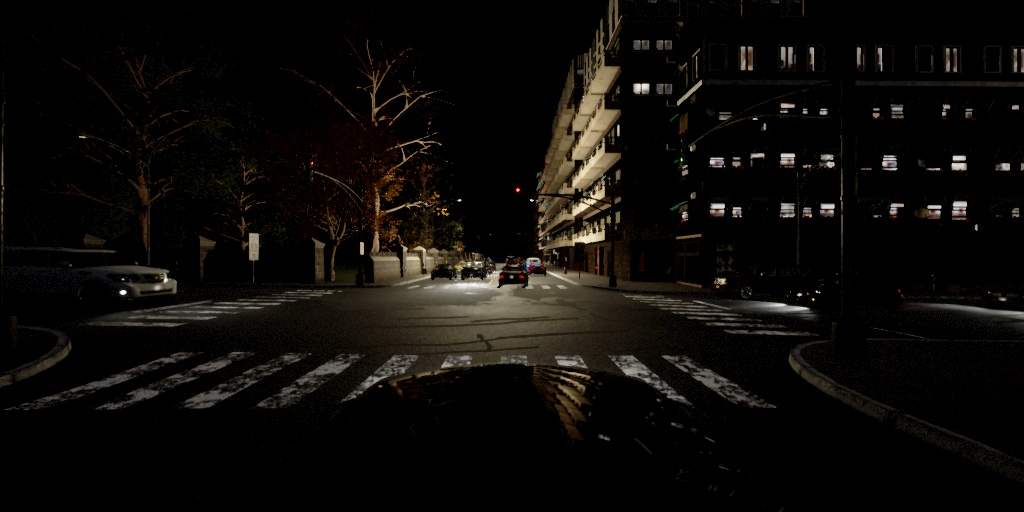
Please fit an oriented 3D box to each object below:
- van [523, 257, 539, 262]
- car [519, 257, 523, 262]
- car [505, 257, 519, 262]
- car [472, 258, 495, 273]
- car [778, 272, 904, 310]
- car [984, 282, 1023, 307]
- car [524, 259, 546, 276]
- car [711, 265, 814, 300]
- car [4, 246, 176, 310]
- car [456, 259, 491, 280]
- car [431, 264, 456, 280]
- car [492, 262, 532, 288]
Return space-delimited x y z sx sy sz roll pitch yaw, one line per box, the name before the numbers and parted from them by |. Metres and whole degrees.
van | 2.500 1.115 42.523 1.690 1.789 3.998 0 0 0
car | 2.447 1.229 53.783 1.967 1.591 4.097 0 0 0
car | -0.183 1.328 61.737 1.812 1.442 4.674 0 0 0
car | -3.280 1.278 41.351 1.837 1.490 4.892 0 0 0
car | 15.113 1.624 16.410 4.181 1.385 1.994 1 0 -1
car | 24.950 1.764 16.555 4.674 1.442 1.812 1 0 -1
car | 2.527 1.314 36.893 1.888 1.381 4.507 0 0 0
car | 13.371 1.353 18.973 5.009 1.841 2.192 0 0 -1
car | -15.422 0.718 12.774 5.566 2.045 2.150 1 0 -1
car | -3.230 1.255 31.052 2.128 1.511 4.902 0 0 0
car | -5.827 1.330 31.223 1.948 1.339 4.313 0 0 0
car | 0.107 1.306 23.930 2.033 1.411 5.357 0 0 3
